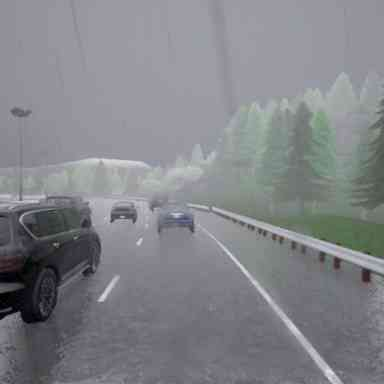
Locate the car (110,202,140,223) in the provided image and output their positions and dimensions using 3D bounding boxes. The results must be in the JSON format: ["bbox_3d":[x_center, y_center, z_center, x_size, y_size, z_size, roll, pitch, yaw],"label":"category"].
[{"bbox_3d":[-5.227,1.516,25.945,1.837,1.490,4.892,0,0,-7],"label":"car"}]

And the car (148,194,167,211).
[{"bbox_3d":[-4.100,1.231,40.804,2.150,2.045,5.566,0,0,-11],"label":"car"}]

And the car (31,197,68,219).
[{"bbox_3d":[-12.979,1.377,30.643,2.097,1.767,4.553,0,0,-9],"label":"car"}]

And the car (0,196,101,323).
[{"bbox_3d":[-3.631,1.229,7.290,2.150,2.045,5.566,0,0,-2],"label":"car"}]

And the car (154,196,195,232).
[{"bbox_3d":[-1.070,1.355,20.352,2.097,1.767,4.553,0,0,-5],"label":"car"}]
